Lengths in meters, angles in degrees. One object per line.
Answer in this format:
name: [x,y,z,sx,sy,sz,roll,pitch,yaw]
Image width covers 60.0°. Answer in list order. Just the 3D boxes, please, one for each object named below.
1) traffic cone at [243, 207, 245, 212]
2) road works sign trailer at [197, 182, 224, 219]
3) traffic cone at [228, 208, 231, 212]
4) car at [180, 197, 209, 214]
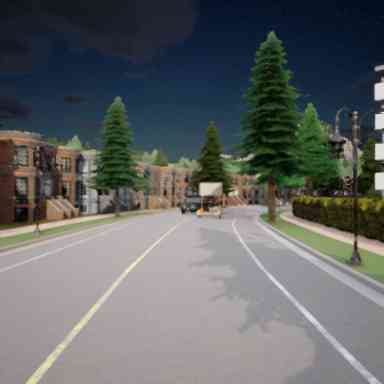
traffic cone: [7.127,2.394,45.191,0.340,0.580,0.340,0,-1,17]
road works sign trailer: [1.928,0.780,33.196,2.380,3.560,2.880,0,-1,17]
traffic cone: [5.212,2.396,45.768,0.340,0.580,0.340,0,-1,17]
car: [0.386,1.600,39.945,2.150,2.045,5.566,0,-1,18]
